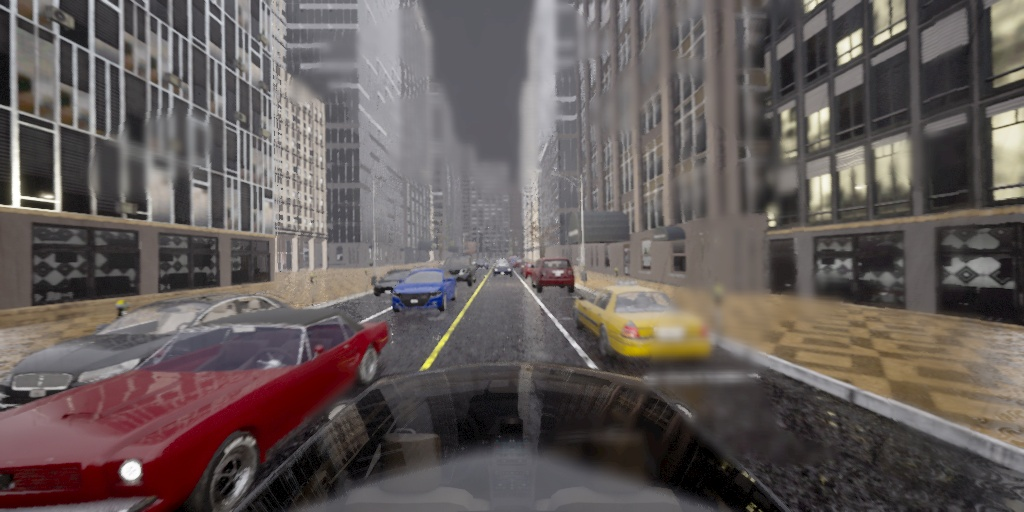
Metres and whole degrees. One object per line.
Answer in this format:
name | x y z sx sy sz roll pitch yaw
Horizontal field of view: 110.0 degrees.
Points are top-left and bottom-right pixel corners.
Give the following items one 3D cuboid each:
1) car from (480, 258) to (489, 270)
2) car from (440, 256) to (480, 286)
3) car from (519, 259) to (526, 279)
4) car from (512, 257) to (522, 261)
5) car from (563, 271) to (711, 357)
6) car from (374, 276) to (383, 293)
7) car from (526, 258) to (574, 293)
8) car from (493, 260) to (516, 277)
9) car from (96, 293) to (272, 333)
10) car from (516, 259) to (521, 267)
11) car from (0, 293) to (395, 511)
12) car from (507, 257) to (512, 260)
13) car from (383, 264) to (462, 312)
car | -4.427 1.109 51.477 2.097 1.767 4.553 -1 0 -2
car | -3.742 1.005 25.487 2.150 2.045 5.566 -1 0 -2
car | 1.883 1.215 31.435 1.888 1.381 4.507 0 0 -2
car | 1.207 1.184 53.991 1.888 1.381 4.507 0 0 -2
car | 2.539 1.223 8.213 1.751 1.417 4.829 0 0 -2
car | -6.154 1.403 19.865 1.948 1.339 4.313 0 0 -2
car | 2.219 0.998 20.157 2.192 1.841 5.009 0 0 -2
car | -0.901 1.314 35.476 1.895 1.301 4.718 -1 0 -1
car | -5.726 1.401 6.467 2.007 1.370 4.403 0 0 -2
car | 1.713 1.245 37.074 1.802 1.307 4.207 0 0 -2
car | -3.112 1.407 4.309 1.895 1.301 4.718 -1 0 -2
car | -1.336 1.218 50.470 1.812 1.442 4.674 -1 0 -1
car | -3.425 1.273 14.766 1.882 1.535 5.008 -1 0 -2
